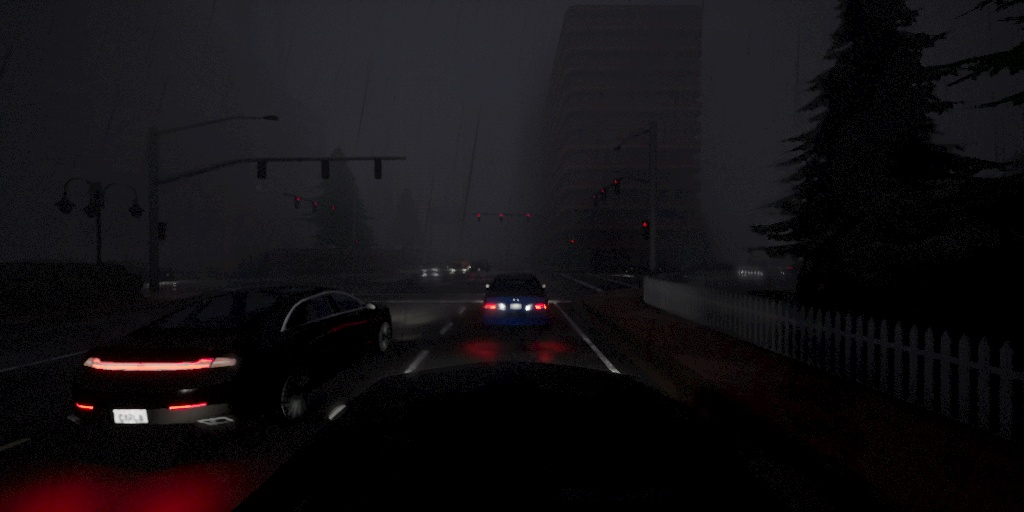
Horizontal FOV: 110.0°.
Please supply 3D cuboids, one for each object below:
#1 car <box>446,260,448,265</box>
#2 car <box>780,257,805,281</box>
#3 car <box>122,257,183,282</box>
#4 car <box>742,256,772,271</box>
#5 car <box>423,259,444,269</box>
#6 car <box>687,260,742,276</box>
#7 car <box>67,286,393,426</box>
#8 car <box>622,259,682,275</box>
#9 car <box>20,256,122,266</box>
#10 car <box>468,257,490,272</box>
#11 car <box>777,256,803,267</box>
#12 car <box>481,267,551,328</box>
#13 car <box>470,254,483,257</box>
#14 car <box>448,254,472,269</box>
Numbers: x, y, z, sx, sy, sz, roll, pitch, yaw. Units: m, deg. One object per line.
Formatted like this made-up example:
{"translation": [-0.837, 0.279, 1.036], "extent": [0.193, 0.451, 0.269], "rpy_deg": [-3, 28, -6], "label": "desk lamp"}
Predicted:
{"translation": [-10.523, 0.868, 64.236], "extent": [2.033, 1.411, 5.357], "rpy_deg": [0, 0, 1], "label": "car"}
{"translation": [21.914, 1.036, 25.572], "extent": [4.892, 1.490, 1.837], "rpy_deg": [0, 1, -20], "label": "car"}
{"translation": [-26.494, 1.036, 25.041], "extent": [4.892, 1.490, 1.837], "rpy_deg": [1, 0, -1], "label": "car"}
{"translation": [28.190, 1.021, 41.609], "extent": [4.718, 1.301, 1.895], "rpy_deg": [0, 1, -43], "label": "car"}
{"translation": [-10.583, 1.030, 48.365], "extent": [1.895, 1.301, 4.718], "rpy_deg": [0, 0, 0], "label": "car"}
{"translation": [17.508, 1.054, 31.454], "extent": [4.181, 1.385, 1.994], "rpy_deg": [0, 0, -21], "label": "car"}
{"translation": [-3.430, 1.214, 5.656], "extent": [2.128, 1.511, 4.902], "rpy_deg": [0, 0, 0], "label": "car"}
{"translation": [13.166, 1.022, 33.697], "extent": [5.357, 1.411, 2.033], "rpy_deg": [0, 0, -13], "label": "car"}
{"translation": [-26.989, 0.910, 21.538], "extent": [4.553, 1.767, 2.097], "rpy_deg": [0, 0, 0], "label": "car"}
{"translation": [-3.400, 1.086, 39.538], "extent": [1.895, 1.301, 4.718], "rpy_deg": [0, 0, 0], "label": "car"}
{"translation": [31.809, 0.977, 40.254], "extent": [5.357, 1.411, 2.033], "rpy_deg": [0, 1, -45], "label": "car"}
{"translation": [0.114, 1.233, 11.072], "extent": [2.033, 1.411, 5.357], "rpy_deg": [0, 0, 1], "label": "car"}
{"translation": [-7.031, 0.810, 64.509], "extent": [2.128, 1.511, 4.902], "rpy_deg": [0, 0, 1], "label": "car"}
{"translation": [-7.080, 0.902, 49.043], "extent": [1.882, 1.535, 5.008], "rpy_deg": [0, 0, 0], "label": "car"}
